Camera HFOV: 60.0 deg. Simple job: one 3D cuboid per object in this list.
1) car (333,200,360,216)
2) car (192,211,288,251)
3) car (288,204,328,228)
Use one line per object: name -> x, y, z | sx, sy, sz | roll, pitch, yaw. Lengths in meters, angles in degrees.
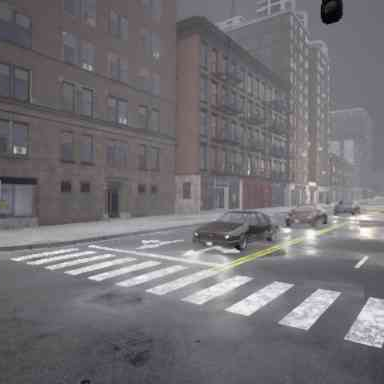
car -> 15.536, 1.545, 33.267 | 1.837, 1.490, 4.892 | 0, 0, 36
car -> 2.203, 1.560, 14.687 | 2.033, 1.411, 5.357 | 0, 0, 36
car -> 7.902, 1.548, 22.648 | 1.812, 1.442, 4.674 | 0, 0, 36
